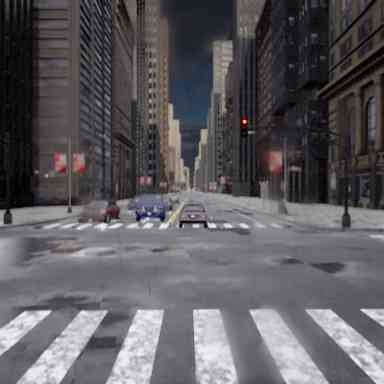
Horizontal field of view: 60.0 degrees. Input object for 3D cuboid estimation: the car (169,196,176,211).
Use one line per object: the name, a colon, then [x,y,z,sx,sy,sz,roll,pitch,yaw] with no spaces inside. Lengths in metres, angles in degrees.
car: [-3.353,1.343,39.416,2.097,1.767,4.553,0,0,0]

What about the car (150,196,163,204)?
car: [-6.533,1.475,62.023,1.837,1.490,4.892,0,0,0]

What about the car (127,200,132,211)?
car: [-6.602,1.342,41.149,2.097,1.767,4.553,0,0,0]

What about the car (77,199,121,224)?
car: [-6.823,1.351,24.884,2.097,1.767,4.553,0,0,3]

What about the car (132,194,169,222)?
car: [-3.252,1.218,26.947,2.150,2.045,5.566,0,0,-3]

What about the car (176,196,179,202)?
car: [-3.301,1.497,60.171,1.812,1.442,4.674,0,0,1]

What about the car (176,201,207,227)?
car: [0.083,1.545,22.786,2.033,1.411,5.357,0,0,0]
